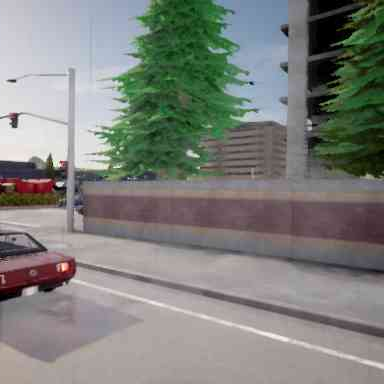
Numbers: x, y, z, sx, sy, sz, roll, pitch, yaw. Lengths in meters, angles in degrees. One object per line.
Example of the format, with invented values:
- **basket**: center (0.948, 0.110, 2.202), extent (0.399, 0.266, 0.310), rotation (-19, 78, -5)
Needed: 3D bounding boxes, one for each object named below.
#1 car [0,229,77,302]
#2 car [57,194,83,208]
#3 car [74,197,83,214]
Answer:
- **car**: center (-4.739, 1.487, 7.364), extent (4.718, 1.301, 1.895), rotation (1, 1, 36)
- **car**: center (-12.160, 0.988, 36.077), extent (1.882, 1.535, 5.008), rotation (1, 1, 35)
- **car**: center (-6.436, 1.260, 25.924), extent (1.895, 1.301, 4.718), rotation (1, 1, 37)
